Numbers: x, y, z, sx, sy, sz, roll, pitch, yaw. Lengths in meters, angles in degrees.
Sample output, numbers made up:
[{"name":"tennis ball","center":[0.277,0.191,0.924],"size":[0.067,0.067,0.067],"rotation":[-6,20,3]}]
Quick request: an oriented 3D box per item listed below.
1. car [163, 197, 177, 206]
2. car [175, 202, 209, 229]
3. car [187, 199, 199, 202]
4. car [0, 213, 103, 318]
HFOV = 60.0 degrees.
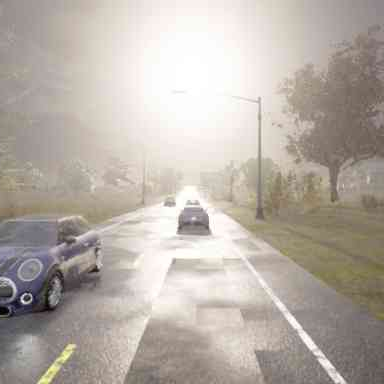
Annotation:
[{"name":"car","center":[-3.493,1.519,53.590],"size":[1.837,1.490,4.892],"rotation":[0,0,0]},{"name":"car","center":[0.104,1.564,21.914],"size":[1.994,1.385,4.181],"rotation":[0,0,0]},{"name":"car","center":[0.105,1.544,40.287],"size":[2.033,1.411,5.357],"rotation":[0,0,0]},{"name":"car","center":[-3.596,1.353,7.650],"size":[2.097,1.767,4.553],"rotation":[0,0,0]}]
